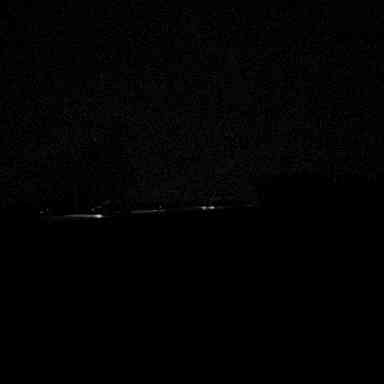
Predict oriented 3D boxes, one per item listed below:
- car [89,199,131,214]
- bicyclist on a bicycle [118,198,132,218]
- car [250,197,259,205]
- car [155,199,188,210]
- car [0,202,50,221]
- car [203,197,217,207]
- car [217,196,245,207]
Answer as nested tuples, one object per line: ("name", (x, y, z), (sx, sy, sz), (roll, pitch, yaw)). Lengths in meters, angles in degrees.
("car", (-8.417, 1.496, 34.596), (1.812, 1.442, 4.674), (-1, -1, 35))
("bicyclist on a bicycle", (-5.675, 1.351, 28.099), (1.656, 1.620, 0.582), (0, 0, 35))
("car", (11.933, 1.477, 58.536), (2.128, 1.511, 4.902), (-1, -1, 35))
("car", (-2.655, 1.558, 42.752), (1.895, 1.301, 4.718), (-1, -1, 35))
("car", (-14.144, 1.539, 26.418), (2.033, 1.411, 5.357), (-1, -1, 34))
("car", (3.565, 1.502, 51.508), (1.812, 1.442, 4.674), (-1, -1, 35))
("car", (6.238, 1.405, 50.354), (1.882, 1.535, 5.008), (-1, -1, 36))
